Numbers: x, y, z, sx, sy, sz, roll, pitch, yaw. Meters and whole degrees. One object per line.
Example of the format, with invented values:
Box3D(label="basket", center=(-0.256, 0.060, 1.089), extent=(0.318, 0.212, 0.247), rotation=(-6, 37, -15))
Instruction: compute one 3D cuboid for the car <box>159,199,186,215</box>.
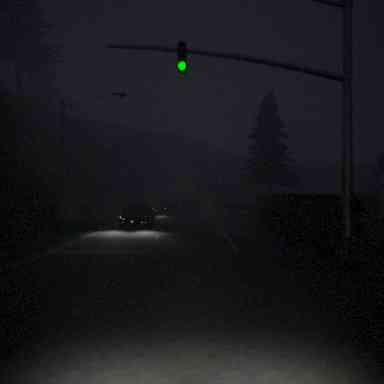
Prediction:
Box3D(label="car", center=(-2.299, 1.518, 34.335), extent=(1.837, 1.490, 4.892), rotation=(0, 0, 27))

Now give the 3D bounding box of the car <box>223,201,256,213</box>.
Box3D(label="car", center=(5.960, 1.613, 37.438), extent=(4.718, 1.301, 1.895), rotation=(0, 0, -20))

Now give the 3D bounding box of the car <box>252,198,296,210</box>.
Box3D(label="car", center=(10.306, 1.491, 41.727), extent=(5.008, 1.535, 1.882), rotation=(0, 0, -9))

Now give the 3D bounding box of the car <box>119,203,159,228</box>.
Box3D(label="car", center=(-3.540, 1.513, 22.181), extent=(1.837, 1.490, 4.892), rotation=(0, 0, 1))
